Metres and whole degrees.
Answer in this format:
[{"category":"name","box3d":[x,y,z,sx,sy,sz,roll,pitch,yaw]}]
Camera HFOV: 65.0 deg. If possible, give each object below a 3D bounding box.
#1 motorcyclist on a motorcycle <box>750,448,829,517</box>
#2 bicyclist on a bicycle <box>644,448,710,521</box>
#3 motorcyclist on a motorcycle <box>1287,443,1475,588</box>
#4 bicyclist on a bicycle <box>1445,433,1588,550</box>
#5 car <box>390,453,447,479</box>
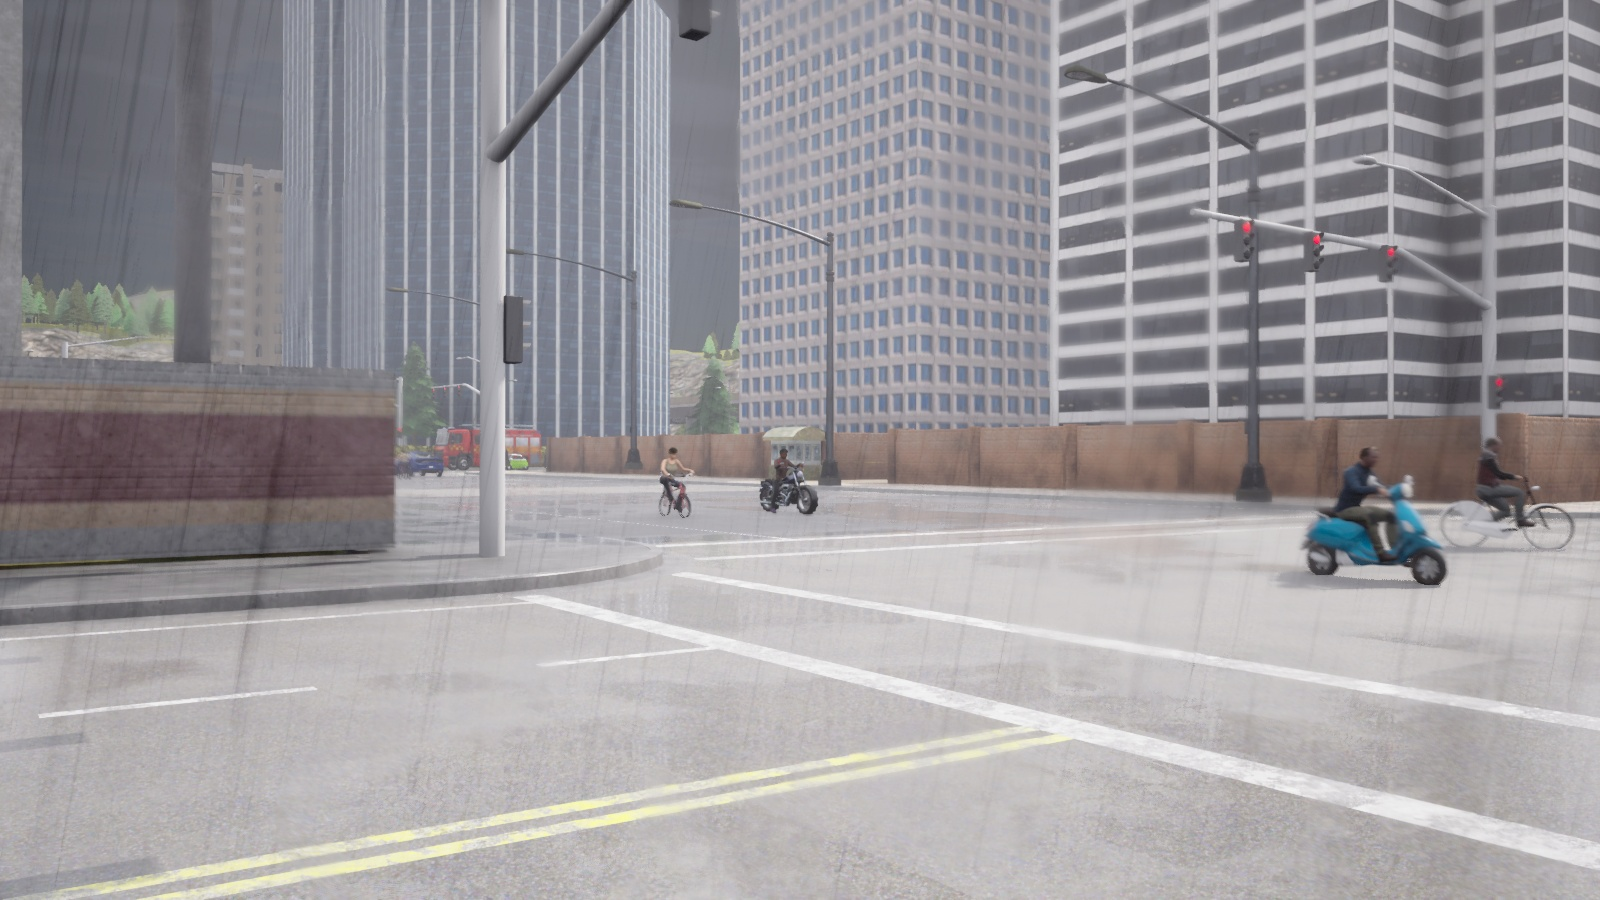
[{"category":"motorcyclist on a motorcycle","box3d":[-0.288,0.772,31.167,0.766,1.649,2.350,0,0,-35]},{"category":"bicyclist on a bicycle","box3d":[-2.817,0.757,28.678,0.866,1.612,1.509,0,0,-34]},{"category":"motorcyclist on a motorcycle","box3d":[6.777,0.720,14.731,0.866,1.590,1.817,0,0,-35]},{"category":"bicyclist on a bicycle","box3d":[11.146,0.640,19.596,1.843,1.776,0.659,0,-1,21]},{"category":"car","box3d":[-23.467,0.961,77.173,1.882,1.535,5.008,0,0,-35]}]
